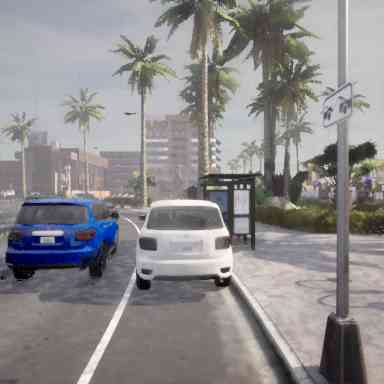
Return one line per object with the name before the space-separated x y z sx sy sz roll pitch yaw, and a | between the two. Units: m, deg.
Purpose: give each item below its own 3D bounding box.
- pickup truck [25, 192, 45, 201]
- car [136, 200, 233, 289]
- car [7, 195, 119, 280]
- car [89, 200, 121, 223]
pickup truck | -39.879 1.062 84.673 2.390 2.098 6.274 0 0 -1
car | -0.340 1.219 9.382 2.150 2.045 5.566 0 0 -5
car | -3.580 1.214 10.212 2.150 2.045 5.566 0 -1 -6
car | -6.981 1.486 26.325 2.128 1.511 4.902 0 0 -18
